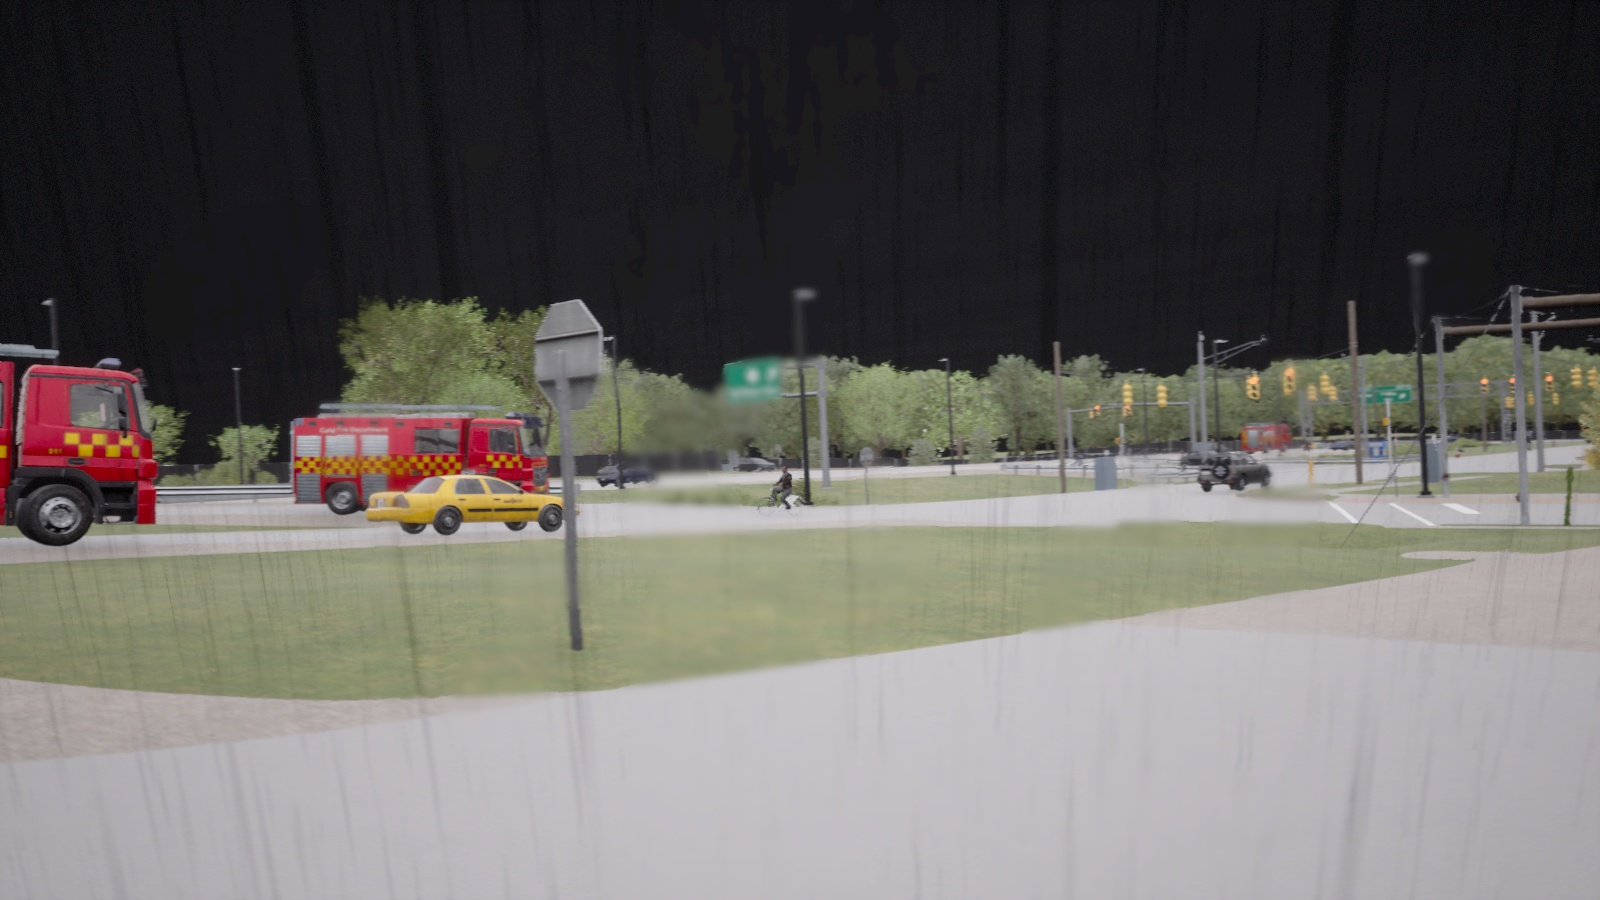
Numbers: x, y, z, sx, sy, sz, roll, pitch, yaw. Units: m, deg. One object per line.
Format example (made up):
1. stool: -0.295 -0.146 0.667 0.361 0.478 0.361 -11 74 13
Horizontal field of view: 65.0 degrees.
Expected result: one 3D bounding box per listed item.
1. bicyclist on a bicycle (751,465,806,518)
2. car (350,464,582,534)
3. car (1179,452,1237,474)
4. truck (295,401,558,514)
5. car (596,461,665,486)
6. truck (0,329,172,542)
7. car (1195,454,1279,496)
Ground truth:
1. bicyclist on a bicycle: -0.726 1.421 43.247 1.843 1.776 0.659 1 -1 -36
2. car: -8.149 1.200 31.119 1.801 1.575 5.366 -2 -3 45
3. car: 30.655 0.962 94.417 3.705 1.549 1.789 -2 1 41
4. truck: -13.151 0.228 44.634 8.468 3.827 2.891 1 1 2
5. car: -10.967 1.529 81.339 1.816 1.474 4.193 -2 0 44
6. truck: -16.417 -0.273 22.903 8.468 3.827 2.891 2 -3 -34
7. car: 20.466 1.142 58.701 1.932 1.855 4.605 -2 -1 43
